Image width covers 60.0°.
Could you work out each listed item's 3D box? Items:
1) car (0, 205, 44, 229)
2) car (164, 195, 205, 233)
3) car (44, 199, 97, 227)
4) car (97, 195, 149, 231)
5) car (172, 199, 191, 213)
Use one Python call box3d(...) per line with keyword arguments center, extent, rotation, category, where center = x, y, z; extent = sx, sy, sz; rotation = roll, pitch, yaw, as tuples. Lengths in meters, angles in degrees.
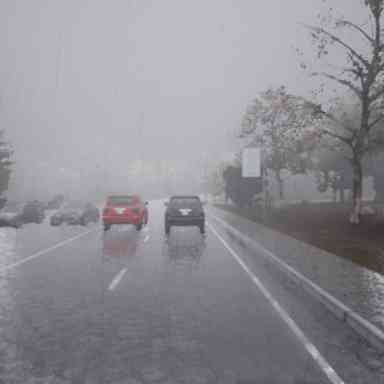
box3d(center=(-11.223, 1.517, 21.389), extent=(2.033, 1.411, 5.357), rotation=(0, 0, -2), category="car")
box3d(center=(-0.452, 1.179, 19.647), extent=(2.150, 2.045, 5.566), rotation=(0, 0, -2), category="car")
box3d(center=(-7.753, 1.317, 22.271), extent=(2.097, 1.767, 4.553), rotation=(0, 0, -2), category="car")
box3d(center=(-3.993, 1.182, 20.649), extent=(2.150, 2.045, 5.566), rotation=(0, 0, -2), category="car")
box3d(center=(-1.140, 1.531, 37.122), extent=(1.994, 1.385, 4.181), rotation=(0, 0, -2), category="car")
